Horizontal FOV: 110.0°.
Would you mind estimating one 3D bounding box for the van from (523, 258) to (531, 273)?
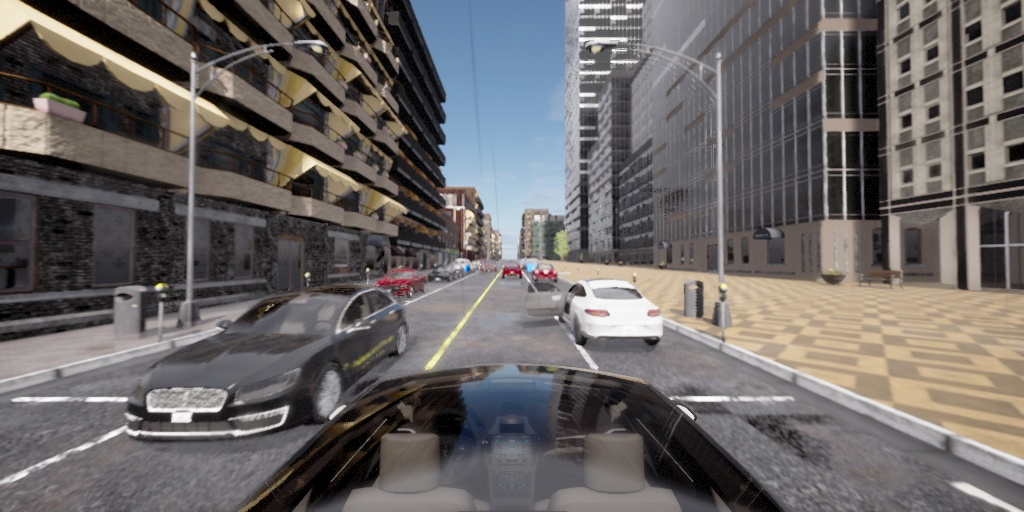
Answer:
[{"bbox_3d":[2.635,1.282,46.746,1.690,1.789,3.998,0,0,0],"label":"van"}]

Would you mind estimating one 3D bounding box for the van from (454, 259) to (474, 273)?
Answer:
[{"bbox_3d":[-5.739,1.259,41.166,1.690,1.789,3.998,0,0,0],"label":"van"}]

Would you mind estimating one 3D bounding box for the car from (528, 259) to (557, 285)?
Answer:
[{"bbox_3d":[2.657,1.309,30.036,1.967,1.591,4.097,0,0,0],"label":"car"}]

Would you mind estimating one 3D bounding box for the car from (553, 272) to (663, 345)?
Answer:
[{"bbox_3d":[2.345,1.308,9.444,1.812,1.442,4.674,0,0,0],"label":"car"}]

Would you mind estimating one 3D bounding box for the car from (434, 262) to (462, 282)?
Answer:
[{"bbox_3d":[-5.724,1.435,30.026,1.948,1.339,4.313,0,0,0],"label":"car"}]

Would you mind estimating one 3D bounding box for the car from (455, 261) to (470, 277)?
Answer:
[{"bbox_3d":[-5.732,1.444,35.596,2.007,1.370,4.403,0,0,0],"label":"car"}]

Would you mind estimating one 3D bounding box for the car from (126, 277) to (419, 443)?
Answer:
[{"bbox_3d":[-3.103,1.272,5.795,1.837,1.490,4.892,0,0,0],"label":"car"}]

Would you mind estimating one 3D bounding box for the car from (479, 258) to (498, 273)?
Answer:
[{"bbox_3d":[-3.060,1.356,48.975,2.097,1.767,4.553,0,0,0],"label":"car"}]

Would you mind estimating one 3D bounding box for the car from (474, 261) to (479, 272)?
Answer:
[{"bbox_3d":[-5.746,1.467,46.565,1.751,1.417,4.829,0,0,0],"label":"car"}]

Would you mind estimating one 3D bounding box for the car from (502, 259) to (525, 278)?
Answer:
[{"bbox_3d":[0.022,1.372,35.824,1.882,1.535,5.008,0,0,0],"label":"car"}]

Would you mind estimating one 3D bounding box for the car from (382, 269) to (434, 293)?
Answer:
[{"bbox_3d":[-5.710,1.367,18.887,1.888,1.381,4.507,0,0,0],"label":"car"}]
